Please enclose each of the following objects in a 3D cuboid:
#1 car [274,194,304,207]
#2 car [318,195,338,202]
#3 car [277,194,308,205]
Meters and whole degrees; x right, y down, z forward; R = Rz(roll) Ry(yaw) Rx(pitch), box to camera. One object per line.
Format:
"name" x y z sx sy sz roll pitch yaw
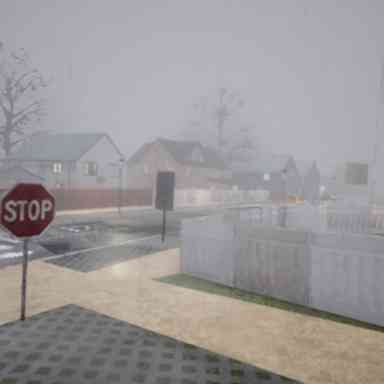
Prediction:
"car" 13.440 1.076 45.792 2.128 1.511 4.902 5 3 38
"car" 20.608 1.238 50.190 2.128 1.511 4.902 5 3 41
"car" 12.415 1.258 39.907 1.882 1.535 5.008 5 3 38
